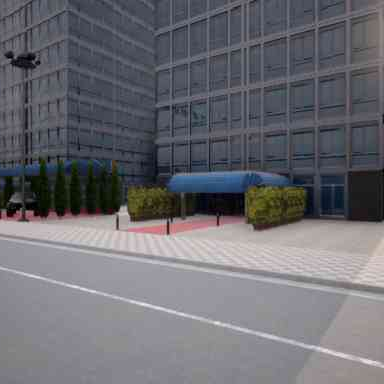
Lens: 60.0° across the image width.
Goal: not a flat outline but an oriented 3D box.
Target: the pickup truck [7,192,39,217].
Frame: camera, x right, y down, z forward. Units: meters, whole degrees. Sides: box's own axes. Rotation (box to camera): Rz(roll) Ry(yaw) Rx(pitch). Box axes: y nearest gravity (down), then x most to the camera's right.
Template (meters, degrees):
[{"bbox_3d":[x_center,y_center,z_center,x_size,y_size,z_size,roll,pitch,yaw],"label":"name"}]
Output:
[{"bbox_3d":[-15.154,1.058,30.061,2.390,2.098,6.274,0,0,-25],"label":"pickup truck"}]
